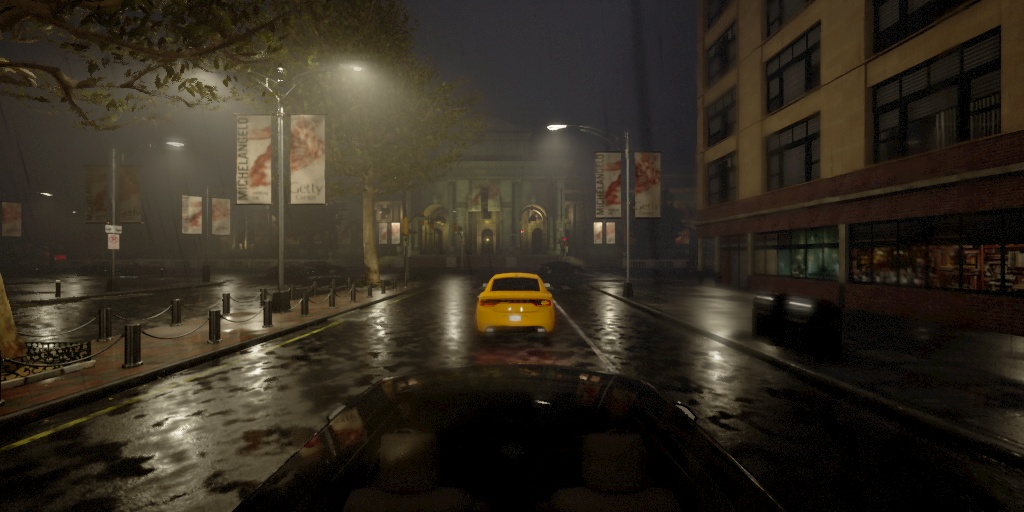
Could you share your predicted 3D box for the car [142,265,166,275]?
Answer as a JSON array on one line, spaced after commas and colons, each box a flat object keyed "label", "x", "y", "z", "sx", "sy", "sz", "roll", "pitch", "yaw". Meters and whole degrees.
[{"label": "car", "x": -40.066, "y": 1.350, "z": 38.408, "sx": 4.718, "sy": 1.301, "sz": 1.895, "roll": 0, "pitch": 0, "yaw": 0}]

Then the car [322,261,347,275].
[{"label": "car", "x": -20.246, "y": 1.227, "z": 38.188, "sx": 5.008, "sy": 1.535, "sz": 1.882, "roll": 0, "pitch": 0, "yaw": 1}]

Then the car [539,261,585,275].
[{"label": "car", "x": 5.229, "y": 1.254, "z": 37.879, "sx": 4.892, "sy": 1.490, "sz": 1.837, "roll": 0, "pitch": 0, "yaw": 1}]

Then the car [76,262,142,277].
[{"label": "car", "x": -39.408, "y": 1.314, "z": 34.894, "sx": 4.181, "sy": 1.385, "sz": 1.994, "roll": 0, "pitch": 0, "yaw": 0}]

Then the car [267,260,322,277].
[{"label": "car", "x": -21.227, "y": 1.314, "z": 34.699, "sx": 4.181, "sy": 1.385, "sz": 1.994, "roll": 0, "pitch": 0, "yaw": 1}]

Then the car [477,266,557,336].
[{"label": "car", "x": 0.122, "y": 1.228, "z": 10.431, "sx": 1.882, "sy": 1.535, "sz": 5.008, "roll": 0, "pitch": 0, "yaw": 1}]
